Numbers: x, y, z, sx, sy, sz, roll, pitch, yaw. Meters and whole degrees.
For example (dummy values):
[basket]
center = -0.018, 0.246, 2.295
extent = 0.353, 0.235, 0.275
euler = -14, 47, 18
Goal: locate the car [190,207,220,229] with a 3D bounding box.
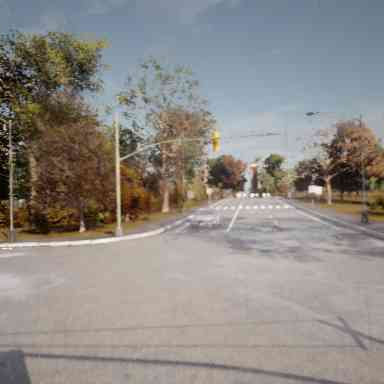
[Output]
[car]
center = 1.067, 1.905, 24.889
extent = 1.812, 1.442, 4.674
euler = -2, 0, 9
